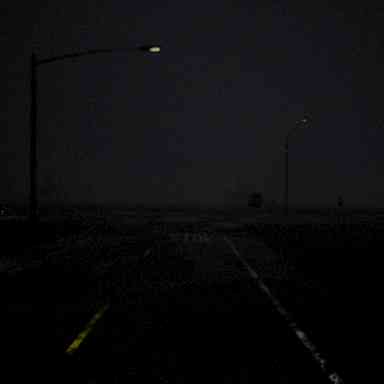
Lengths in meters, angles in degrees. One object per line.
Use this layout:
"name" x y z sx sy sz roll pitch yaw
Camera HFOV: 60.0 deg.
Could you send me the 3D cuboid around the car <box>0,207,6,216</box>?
"car" -20.297 1.601 31.510 4.892 1.490 1.837 1 0 0
